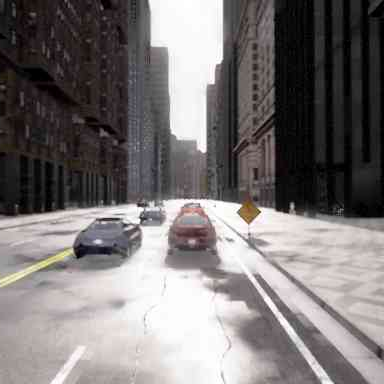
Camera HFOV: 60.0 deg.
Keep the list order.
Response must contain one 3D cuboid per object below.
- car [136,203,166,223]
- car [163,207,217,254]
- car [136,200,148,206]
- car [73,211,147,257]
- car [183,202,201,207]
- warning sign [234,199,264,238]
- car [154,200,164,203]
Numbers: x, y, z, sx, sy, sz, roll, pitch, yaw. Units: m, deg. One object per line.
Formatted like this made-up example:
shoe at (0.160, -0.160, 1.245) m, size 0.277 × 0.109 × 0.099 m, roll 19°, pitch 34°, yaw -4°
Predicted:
car at (-3.228, 1.902, 28.271) m, size 1.895 × 1.301 × 4.718 m, roll 0°, pitch -1°, yaw 1°
car at (0.033, 1.626, 14.268) m, size 1.882 × 1.535 × 5.008 m, roll 0°, pitch 0°, yaw 1°
car at (-9.752, 2.223, 65.672) m, size 1.882 × 1.535 × 5.008 m, roll 0°, pitch -1°, yaw 0°
car at (-3.226, 1.705, 13.500) m, size 1.994 × 1.385 × 4.181 m, roll 0°, pitch -1°, yaw 1°
car at (0.027, 1.654, 28.451) m, size 2.097 × 1.767 × 4.553 m, roll 0°, pitch -1°, yaw 1°
warning sign at (2.843, 1.289, 16.680) m, size 1.300 × 1.860 × 1.060 m, roll -1°, pitch -1°, yaw 0°
car at (-6.500, 2.271, 65.680) m, size 1.812 × 1.442 × 4.674 m, roll 0°, pitch -1°, yaw 0°
